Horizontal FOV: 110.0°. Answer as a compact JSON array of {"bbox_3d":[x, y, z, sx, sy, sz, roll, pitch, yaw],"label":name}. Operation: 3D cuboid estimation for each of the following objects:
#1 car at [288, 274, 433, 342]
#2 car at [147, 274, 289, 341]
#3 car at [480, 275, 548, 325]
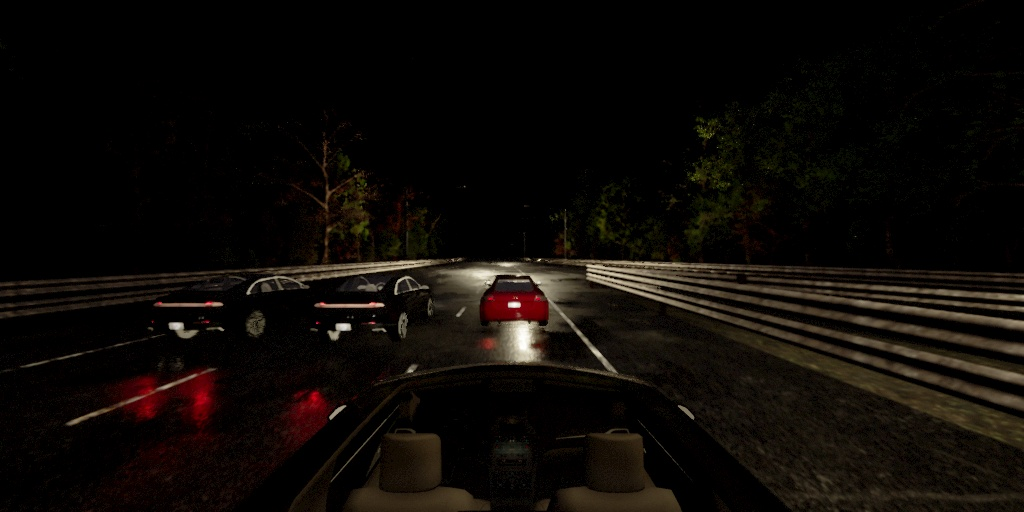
[{"bbox_3d":[-3.434,1.225,9.706,2.128,1.511,4.902,0,0,0],"label":"car"},{"bbox_3d":[-6.935,1.226,9.823,2.128,1.511,4.902,0,0,0],"label":"car"},{"bbox_3d":[0.053,1.292,11.737,1.994,1.385,4.181,0,0,0],"label":"car"}]
